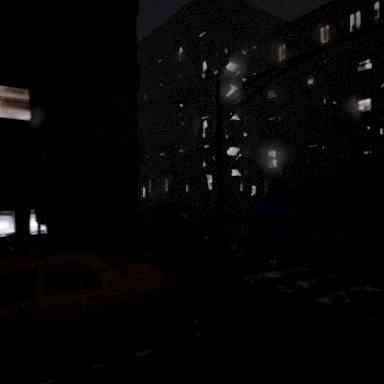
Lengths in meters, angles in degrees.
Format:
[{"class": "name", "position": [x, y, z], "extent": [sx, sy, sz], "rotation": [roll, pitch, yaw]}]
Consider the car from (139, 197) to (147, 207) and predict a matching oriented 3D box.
[{"class": "car", "position": [-7.296, 1.336, 44.003], "extent": [1.887, 1.381, 4.507], "rotation": [-1, 1, -36]}]

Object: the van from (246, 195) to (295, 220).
[{"class": "van", "position": [5.991, 1.153, 25.664], "extent": [1.690, 1.788, 3.998], "rotation": [-1, 1, -36]}]

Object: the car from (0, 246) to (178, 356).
[{"class": "car", "position": [-2.525, 1.521, 4.766], "extent": [4.829, 1.417, 1.752], "rotation": [0, 0, -35]}]

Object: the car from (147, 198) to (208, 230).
[{"class": "car", "position": [-0.805, 1.367, 20.763], "extent": [1.967, 1.590, 4.097], "rotation": [-1, 1, -36]}]

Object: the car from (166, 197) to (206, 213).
[{"class": "car", "position": [-0.752, 1.322, 34.972], "extent": [1.752, 1.417, 4.829], "rotation": [-1, 1, -36]}]
